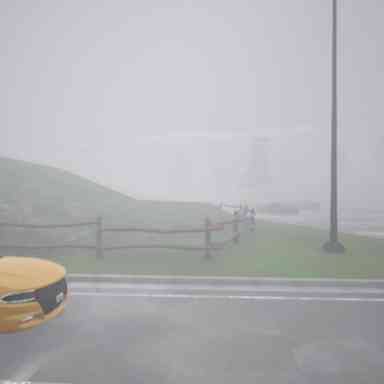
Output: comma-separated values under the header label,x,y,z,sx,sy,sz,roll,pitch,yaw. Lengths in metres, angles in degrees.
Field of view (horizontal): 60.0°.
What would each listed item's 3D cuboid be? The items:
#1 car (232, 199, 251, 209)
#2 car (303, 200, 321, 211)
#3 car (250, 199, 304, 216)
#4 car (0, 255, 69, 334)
label,x,y,z,sx,sy,sz,roll,pitch,yaw
car,8.128,1.785,49.174,1.882,1.535,5.008,2,-1,-43
car,15.236,1.836,45.740,1.837,1.490,4.892,3,-2,-35
car,9.106,1.791,36.054,2.033,1.411,5.357,1,0,-28
car,-4.697,1.479,5.681,5.008,1.535,1.882,0,0,3
